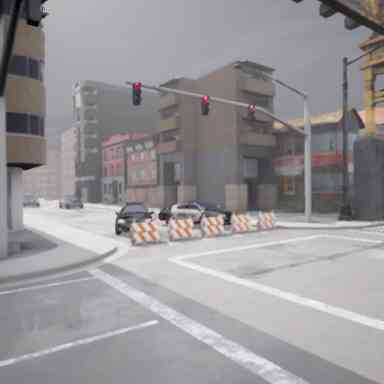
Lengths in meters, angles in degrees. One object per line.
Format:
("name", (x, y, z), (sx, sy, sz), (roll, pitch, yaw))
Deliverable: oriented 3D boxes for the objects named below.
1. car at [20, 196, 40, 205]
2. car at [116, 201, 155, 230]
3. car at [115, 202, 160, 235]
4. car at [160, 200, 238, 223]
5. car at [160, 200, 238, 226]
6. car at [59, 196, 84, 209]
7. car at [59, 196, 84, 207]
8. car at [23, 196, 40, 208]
("car", (-22.969, 1.182, 46.995), (1.853, 1.218, 4.536), (-1, 1, -36))
("car", (-3.163, 1.189, 18.360), (1.853, 1.218, 4.536), (-1, 0, -11))
("car", (-3.152, 1.347, 18.311), (2.038, 1.542, 4.974), (-1, 0, -11))
("car", (0.379, 1.134, 20.487), (4.536, 1.218, 1.853), (0, 1, 34))
("car", (0.424, 1.291, 20.459), (4.974, 1.542, 2.038), (0, 1, 34))
("car", (-15.219, 1.295, 41.972), (2.038, 1.542, 4.974), (-1, 1, -36))
("car", (-15.251, 1.137, 42.013), (1.853, 1.218, 4.536), (-1, 1, -36))
("car", (-22.937, 1.340, 46.954), (2.038, 1.542, 4.974), (-1, 1, -36))
